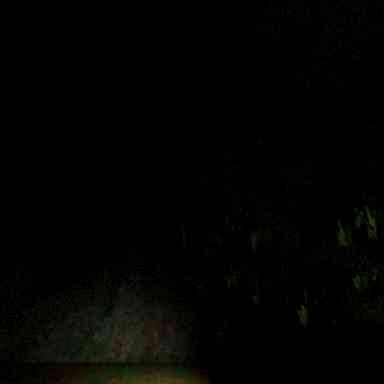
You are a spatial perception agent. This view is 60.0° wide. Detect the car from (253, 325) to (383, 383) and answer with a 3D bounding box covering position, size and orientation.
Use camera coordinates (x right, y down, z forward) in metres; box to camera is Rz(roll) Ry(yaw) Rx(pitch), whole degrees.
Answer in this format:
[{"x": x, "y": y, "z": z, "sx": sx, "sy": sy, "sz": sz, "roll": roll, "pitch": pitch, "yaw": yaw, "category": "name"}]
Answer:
[{"x": 2.852, "y": 1.510, "z": 2.201, "sx": 4.892, "sy": 1.490, "sz": 1.837, "roll": 0, "pitch": 0, "yaw": 9, "category": "car"}]
